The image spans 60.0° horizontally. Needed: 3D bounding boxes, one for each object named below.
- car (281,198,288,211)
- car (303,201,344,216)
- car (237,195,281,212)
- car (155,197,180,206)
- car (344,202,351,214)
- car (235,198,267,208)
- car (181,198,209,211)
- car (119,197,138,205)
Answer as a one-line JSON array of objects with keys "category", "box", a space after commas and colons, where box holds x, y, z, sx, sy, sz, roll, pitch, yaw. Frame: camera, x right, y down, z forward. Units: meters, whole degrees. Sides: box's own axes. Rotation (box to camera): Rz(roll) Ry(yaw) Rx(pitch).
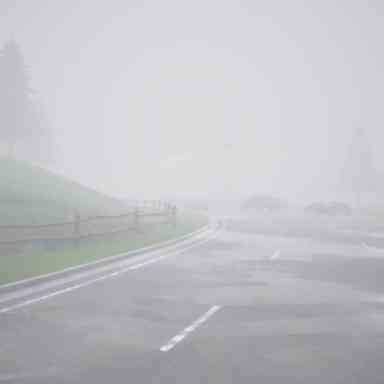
[{"category": "car", "box": [11.231, 1.615, 45.996, 2.097, 1.767, 4.553, 1, 0, -21]}, {"category": "car", "box": [14.023, 1.772, 36.209, 1.812, 1.442, 4.674, 0, 0, -9]}, {"category": "car", "box": [8.591, 1.454, 43.292, 2.150, 2.045, 5.566, 1, 0, -22]}, {"category": "car", "box": [-4.893, 1.663, 57.913, 1.882, 1.535, 5.008, 1, 0, -43]}, {"category": "car", "box": [16.846, 1.788, 39.806, 1.837, 1.490, 4.892, 1, 0, -12]}, {"category": "car", "box": [9.947, 1.841, 56.431, 2.033, 1.411, 5.357, 1, 0, -34]}, {"category": "car", "box": [0.648, 1.699, 43.907, 1.812, 1.442, 4.674, 1, 0, -24]}, {"category": "car", "box": [-11.596, 1.633, 59.904, 2.128, 1.511, 4.902, 1, 0, -44]}]
